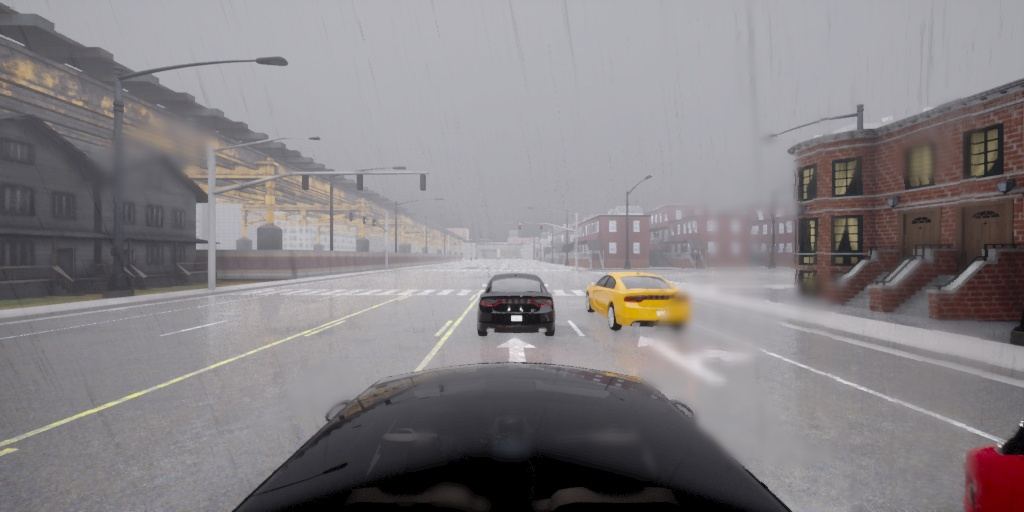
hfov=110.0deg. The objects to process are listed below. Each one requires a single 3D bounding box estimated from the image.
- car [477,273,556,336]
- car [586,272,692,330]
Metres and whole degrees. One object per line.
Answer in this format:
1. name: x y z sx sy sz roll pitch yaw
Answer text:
1. car: 0.102 1.228 10.392 1.882 1.535 5.008 0 0 0
2. car: 3.604 1.228 11.097 1.882 1.535 5.008 0 0 0
